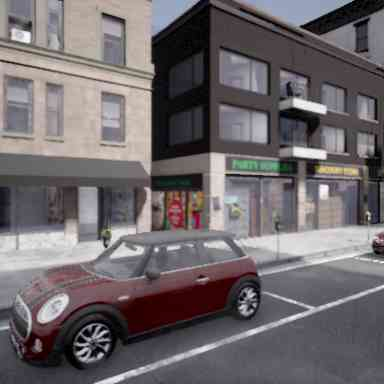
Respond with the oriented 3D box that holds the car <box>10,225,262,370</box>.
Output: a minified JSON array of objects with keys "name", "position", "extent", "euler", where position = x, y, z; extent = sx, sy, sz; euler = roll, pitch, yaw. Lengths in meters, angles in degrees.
[{"name":"car","position":[-0.768,1.438,5.639],"extent":[4.097,1.590,1.967],"euler":[0,0,-35]}]

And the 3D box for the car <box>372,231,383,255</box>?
[{"name":"car","position":[8.205,1.572,12.039],"extent":[4.206,1.307,1.802],"euler":[0,0,-35]}]
